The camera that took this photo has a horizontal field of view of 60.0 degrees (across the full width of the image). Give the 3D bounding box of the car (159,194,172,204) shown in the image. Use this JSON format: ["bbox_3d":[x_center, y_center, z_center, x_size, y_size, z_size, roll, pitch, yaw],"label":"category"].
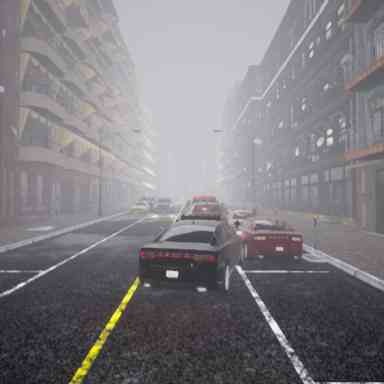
[{"bbox_3d":[-5.236,1.436,67.413,2.192,1.841,5.009,1,0,0],"label":"car"}]

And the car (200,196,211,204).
[{"bbox_3d":[2.649,1.560,67.346,1.967,1.590,4.097,1,0,0],"label":"car"}]

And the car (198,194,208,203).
[{"bbox_3d":[2.618,1.476,78.408,2.192,1.841,5.009,1,0,0],"label":"car"}]

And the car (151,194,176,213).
[{"bbox_3d":[-2.820,1.387,34.902,2.097,1.767,4.553,0,0,0],"label":"car"}]

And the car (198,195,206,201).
[{"bbox_3d":[2.624,1.649,89.471,1.967,1.590,4.097,1,0,0],"label":"car"}]

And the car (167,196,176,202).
[{"bbox_3d":[-5.229,1.750,84.005,1.947,1.339,4.313,1,0,0],"label":"car"}]

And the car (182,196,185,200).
[{"bbox_3d":[0.045,1.619,45.245,1.994,1.385,4.181,0,0,1],"label":"car"}]

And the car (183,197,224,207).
[{"bbox_3d":[0.703,1.362,18.633,2.097,1.767,4.553,0,0,-3],"label":"car"}]

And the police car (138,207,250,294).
[{"bbox_3d":[0.282,1.428,9.089,1.930,1.638,5.238,0,0,15],"label":"police car"}]

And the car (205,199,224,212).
[{"bbox_3d":[2.616,1.594,39.692,2.008,1.369,4.403,1,0,0],"label":"car"}]

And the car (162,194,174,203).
[{"bbox_3d":[-5.232,1.455,72.943,2.192,1.841,5.009,1,0,0],"label":"car"}]

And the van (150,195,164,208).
[{"bbox_3d":[-5.250,1.409,50.821,1.690,1.788,3.998,2,0,0],"label":"van"}]

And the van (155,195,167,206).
[{"bbox_3d":[-5.246,1.425,56.353,1.690,1.788,3.998,1,0,0],"label":"van"}]

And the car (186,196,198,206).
[{"bbox_3d":[0.048,1.585,59.428,2.128,1.511,4.902,0,0,0],"label":"car"}]

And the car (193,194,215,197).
[{"bbox_3d":[0.844,1.243,24.743,2.150,2.045,5.566,0,0,0],"label":"car"}]

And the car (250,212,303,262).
[{"bbox_3d":[2.593,1.549,12.038,1.887,1.381,4.507,1,0,0],"label":"car"}]

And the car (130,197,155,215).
[{"bbox_3d":[-5.268,1.559,34.060,1.752,1.417,4.829,2,0,0],"label":"car"}]

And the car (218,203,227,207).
[{"bbox_3d":[2.599,1.535,17.740,1.752,1.417,4.829,1,0,0],"label":"car"}]

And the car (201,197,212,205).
[{"bbox_3d":[2.634,1.646,61.814,1.887,1.381,4.507,1,0,0],"label":"car"}]

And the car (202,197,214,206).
[{"bbox_3d":[2.630,1.629,56.284,1.887,1.381,4.507,1,0,0],"label":"car"}]

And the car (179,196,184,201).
[{"bbox_3d":[-2.673,1.831,93.965,1.895,1.301,4.718,0,0,0],"label":"car"}]

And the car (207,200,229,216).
[{"bbox_3d":[2.611,1.578,34.160,1.887,1.381,4.507,1,0,0],"label":"car"}]
